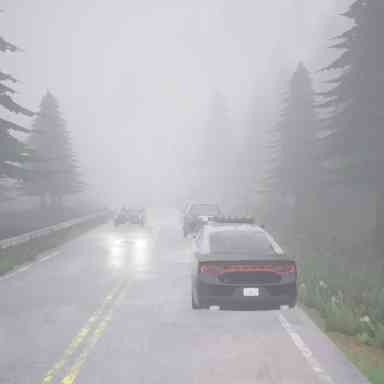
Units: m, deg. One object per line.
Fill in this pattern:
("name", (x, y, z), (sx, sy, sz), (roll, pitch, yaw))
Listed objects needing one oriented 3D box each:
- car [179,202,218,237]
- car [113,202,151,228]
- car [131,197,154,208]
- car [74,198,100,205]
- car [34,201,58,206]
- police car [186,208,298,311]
("car", (0.531, 1.314, 17.938), (2.097, 1.767, 4.553), (0, 0, -3))
("car", (-4.040, 1.580, 22.366), (1.895, 1.301, 4.718), (0, 0, -4))
("car", (-6.996, 1.461, 46.081), (1.837, 1.490, 4.892), (-3, 1, -35))
("car", (-17.588, 1.770, 55.357), (4.902, 1.511, 2.128), (-3, 3, 27))
("car", (-23.714, 2.272, 54.910), (5.357, 1.411, 2.033), (-3, 3, 27))
("police car", (0.905, 1.409, 7.967), (1.930, 1.638, 5.238), (0, 0, -1))
